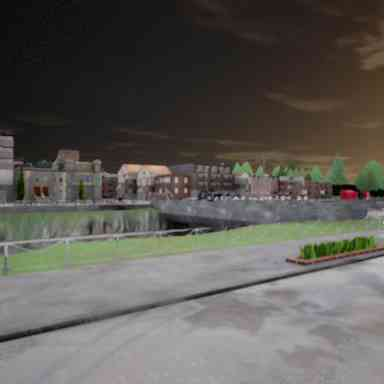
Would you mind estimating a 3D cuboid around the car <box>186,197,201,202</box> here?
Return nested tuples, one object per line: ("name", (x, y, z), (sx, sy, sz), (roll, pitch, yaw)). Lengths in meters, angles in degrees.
("car", (0.144, 1.722, 63.393), (1.812, 1.442, 4.674), (0, 0, -35))
